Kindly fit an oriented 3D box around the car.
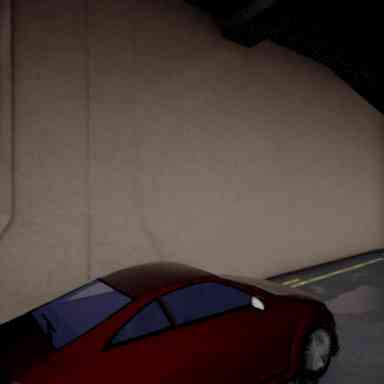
[{"bbox_3d":[-0.098,1.582,4.024,4.181,1.385,1.994,0,0,-36],"label":"car"}]
